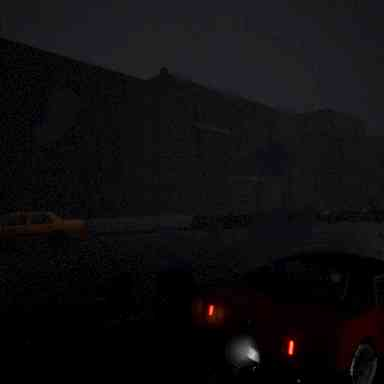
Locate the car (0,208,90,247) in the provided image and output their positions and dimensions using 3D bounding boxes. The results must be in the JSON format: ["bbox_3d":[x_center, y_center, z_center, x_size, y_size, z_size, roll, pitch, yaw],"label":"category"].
[{"bbox_3d":[-6.967,1.456,13.452,5.366,1.575,1.946,1,0,-36],"label":"car"}]

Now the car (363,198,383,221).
[{"bbox_3d":[15.554,1.570,29.609,4.553,1.767,2.185,1,0,-36],"label":"car"}]

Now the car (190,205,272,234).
[{"bbox_3d":[2.167,1.556,20.005,4.892,1.521,2.231,1,0,-36],"label":"car"}]

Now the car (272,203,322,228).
[{"bbox_3d":[6.652,1.642,23.224,4.674,1.452,2.002,1,0,-36],"label":"car"}]

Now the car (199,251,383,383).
[{"bbox_3d":[2.509,1.642,5.245,4.718,1.301,1.895,1,0,-35],"label":"car"}]

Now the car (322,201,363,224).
[{"bbox_3d":[11.065,1.523,26.388,4.553,1.767,2.185,1,0,-36],"label":"car"}]
